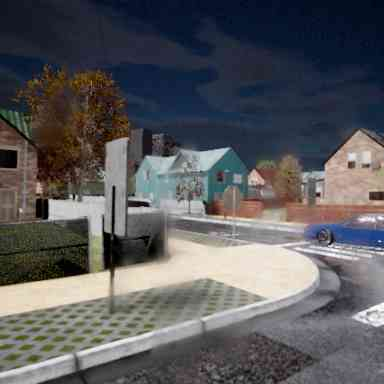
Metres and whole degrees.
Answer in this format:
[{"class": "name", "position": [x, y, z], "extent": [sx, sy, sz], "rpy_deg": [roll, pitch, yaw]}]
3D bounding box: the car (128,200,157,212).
[{"class": "car", "position": [-3.897, 1.397, 24.501], "extent": [1.837, 1.490, 4.892], "rpy_deg": [2, -1, -37]}]

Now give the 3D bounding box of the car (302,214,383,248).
[{"class": "car", "position": [7.306, 1.577, 13.269], "extent": [5.357, 1.411, 2.033], "rpy_deg": [1, 0, 39]}]

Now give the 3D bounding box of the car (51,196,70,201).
[{"class": "car", "position": [-16.544, 1.319, 41.559], "extent": [1.837, 1.490, 4.892], "rpy_deg": [2, -1, -36]}]
